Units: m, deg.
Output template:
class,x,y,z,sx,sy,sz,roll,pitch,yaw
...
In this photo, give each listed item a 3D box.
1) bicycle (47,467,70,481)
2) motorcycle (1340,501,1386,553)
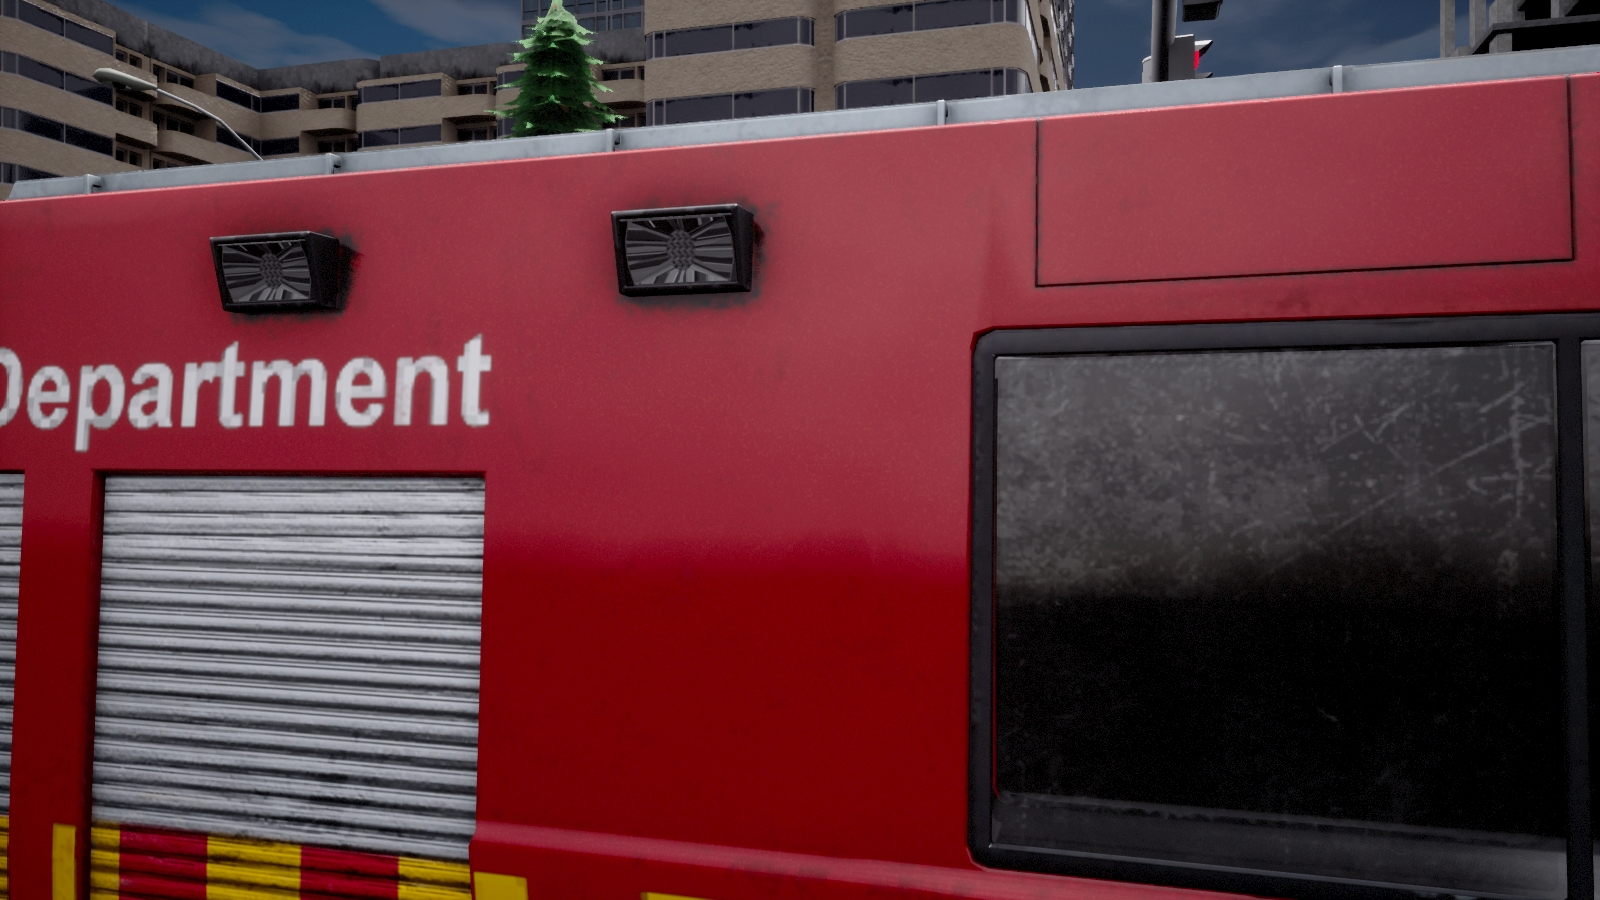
class,x,y,z,sx,sy,sz,roll,pitch,yaw
bicycle,-65.142,2.102,100.377,1.487,1.276,0.859,0,0,15
motorcycle,15.888,2.155,32.306,0.764,1.307,2.356,0,0,16
